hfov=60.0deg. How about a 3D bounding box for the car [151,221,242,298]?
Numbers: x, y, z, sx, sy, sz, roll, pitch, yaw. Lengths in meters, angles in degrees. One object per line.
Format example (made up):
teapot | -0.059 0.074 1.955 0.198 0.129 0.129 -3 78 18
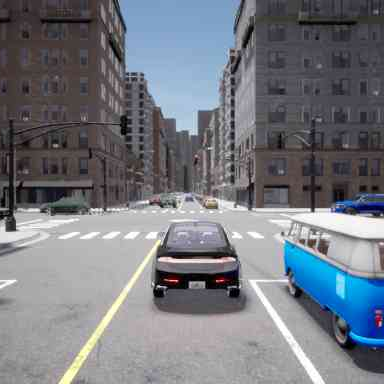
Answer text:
car | 0.094 1.491 8.517 2.128 1.511 4.902 0 0 0

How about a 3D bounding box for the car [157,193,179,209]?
car | -3.322 1.213 46.829 2.150 2.045 5.566 0 0 -1

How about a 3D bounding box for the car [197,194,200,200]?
car | 2.431 1.547 61.752 1.947 1.339 4.313 0 0 -1

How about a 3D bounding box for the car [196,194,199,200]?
car | 2.356 1.521 67.278 1.887 1.381 4.507 0 0 -1

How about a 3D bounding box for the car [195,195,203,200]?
car | 1.982 1.495 94.904 2.008 1.369 4.403 0 0 -1

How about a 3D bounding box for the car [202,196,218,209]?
car | 2.654 1.516 45.345 1.752 1.417 4.829 0 0 -1

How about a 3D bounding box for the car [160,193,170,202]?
car | -6.318 1.281 78.213 2.192 1.841 5.009 0 0 -1

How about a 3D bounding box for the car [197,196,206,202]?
car | 2.207 1.547 78.328 1.802 1.307 4.206 0 0 -1

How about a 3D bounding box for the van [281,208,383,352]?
van | 2.855 1.341 5.986 1.690 1.788 3.998 0 0 0

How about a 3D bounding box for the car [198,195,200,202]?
car | 2.506 1.536 56.226 2.008 1.369 4.403 0 0 -1

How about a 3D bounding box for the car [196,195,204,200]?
car | 2.057 1.502 89.379 2.008 1.369 4.403 0 0 -1

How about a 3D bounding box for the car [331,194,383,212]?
car | 15.290 1.213 29.378 5.566 2.045 2.150 0 0 -1

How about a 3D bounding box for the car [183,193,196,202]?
car | -0.615 1.492 76.044 1.812 1.442 4.674 0 0 -1

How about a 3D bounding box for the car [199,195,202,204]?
car | 2.581 1.428 50.700 1.967 1.590 4.097 0 0 -1

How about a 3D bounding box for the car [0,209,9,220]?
car | -16.569 1.580 25.560 4.718 1.301 1.895 0 0 -1

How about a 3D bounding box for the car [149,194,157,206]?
car | -6.019 1.300 56.111 2.192 1.841 5.009 0 0 -1

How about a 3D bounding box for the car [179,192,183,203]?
car | -3.524 1.200 68.124 2.150 2.045 5.566 0 0 0

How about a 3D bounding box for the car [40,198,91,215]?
car | -12.247 1.325 32.401 4.553 1.767 2.097 0 0 -7

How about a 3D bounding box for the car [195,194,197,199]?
car | 2.282 1.522 72.802 2.008 1.369 4.403 0 0 -1

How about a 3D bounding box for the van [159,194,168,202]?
van | -6.244 1.313 72.687 1.690 1.788 3.998 0 0 -1
